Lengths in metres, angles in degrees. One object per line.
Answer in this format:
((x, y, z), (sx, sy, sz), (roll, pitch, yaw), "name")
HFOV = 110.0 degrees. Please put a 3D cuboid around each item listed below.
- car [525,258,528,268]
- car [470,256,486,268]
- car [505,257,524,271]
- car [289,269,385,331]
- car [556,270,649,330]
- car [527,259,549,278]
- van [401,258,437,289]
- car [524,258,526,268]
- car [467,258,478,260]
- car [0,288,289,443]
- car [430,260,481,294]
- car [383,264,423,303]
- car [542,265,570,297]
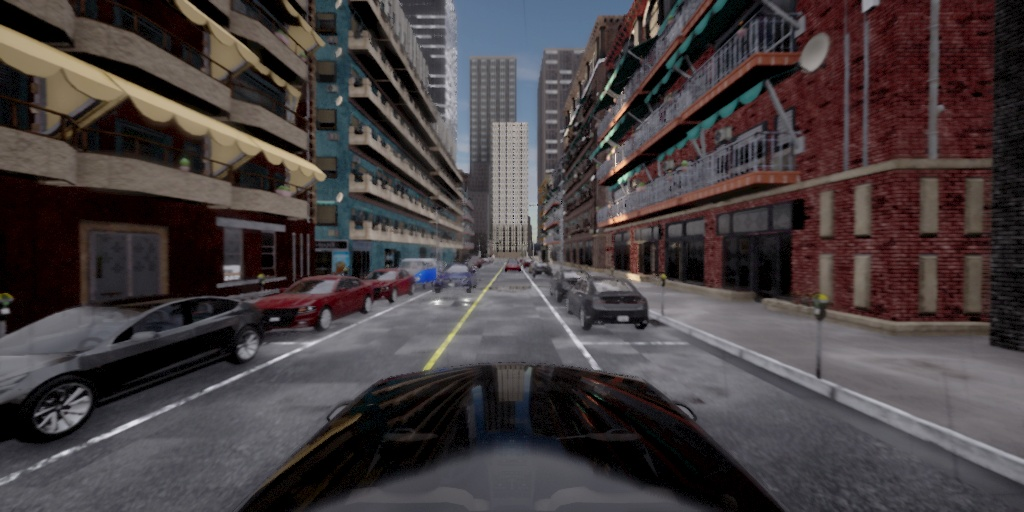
((2.689, 1.178, 38.633), (1.751, 1.417, 4.829), (0, 0, 0), "car")
((-5.693, 0.926, 55.045), (2.192, 1.841, 5.009), (0, 0, 0), "car")
((0.101, 1.197, 45.763), (1.994, 1.385, 4.181), (0, 0, 0), "car")
((-5.692, 1.269, 10.858), (1.888, 1.381, 4.507), (0, 0, 0), "car")
((2.688, 1.275, 10.845), (2.007, 1.370, 4.403), (0, 0, 0), "car")
((2.689, 1.217, 32.939), (2.007, 1.370, 4.403), (0, 0, 0), "car")
((-5.693, 1.035, 21.906), (1.690, 1.789, 3.998), (0, 0, 0), "van")
((2.689, 1.157, 55.032), (1.888, 1.381, 4.507), (0, 0, 0), "car")
((-5.693, 1.204, 44.000), (1.948, 1.339, 4.313), (0, 0, 0), "car")
((-5.692, 1.305, 5.335), (1.948, 1.339, 4.313), (0, 0, 0), "car")
((-3.000, 1.143, 19.947), (1.812, 1.442, 4.674), (0, 0, 0), "car")
((-5.693, 1.254, 16.382), (1.888, 1.381, 4.507), (0, 0, 0), "car")
((2.688, 1.260, 16.368), (2.007, 1.370, 4.403), (0, 0, 0), "car")
